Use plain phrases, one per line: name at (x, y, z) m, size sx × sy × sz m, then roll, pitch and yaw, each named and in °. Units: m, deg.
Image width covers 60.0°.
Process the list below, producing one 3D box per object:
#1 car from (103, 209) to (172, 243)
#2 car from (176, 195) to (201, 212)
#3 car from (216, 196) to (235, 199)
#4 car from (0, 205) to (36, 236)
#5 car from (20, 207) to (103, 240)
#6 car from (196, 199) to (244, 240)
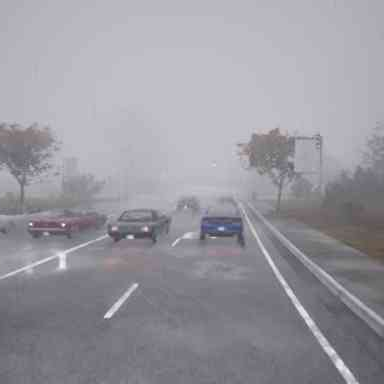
car at (-2.165, 1.439, 15.181) m, size 1.895 × 1.301 × 4.718 m, roll 0°, pitch 1°, yaw 6°
car at (-0.297, 1.013, 31.657) m, size 1.837 × 1.490 × 4.892 m, roll 0°, pitch 1°, yaw 7°
car at (3.355, 1.059, 32.788) m, size 1.994 × 1.385 × 4.181 m, roll 0°, pitch 2°, yaw 7°
car at (-9.209, 1.364, 17.180) m, size 1.895 × 1.301 × 4.718 m, roll 0°, pitch 1°, yaw 6°
car at (-5.819, 1.403, 16.011) m, size 1.895 × 1.301 × 4.718 m, roll 0°, pitch 1°, yaw 6°
car at (1.467, 1.323, 16.099) m, size 1.882 × 1.535 × 5.008 m, roll 0°, pitch 1°, yaw 6°
